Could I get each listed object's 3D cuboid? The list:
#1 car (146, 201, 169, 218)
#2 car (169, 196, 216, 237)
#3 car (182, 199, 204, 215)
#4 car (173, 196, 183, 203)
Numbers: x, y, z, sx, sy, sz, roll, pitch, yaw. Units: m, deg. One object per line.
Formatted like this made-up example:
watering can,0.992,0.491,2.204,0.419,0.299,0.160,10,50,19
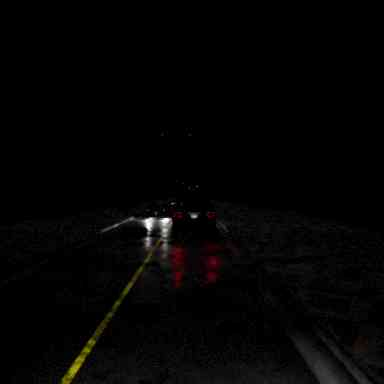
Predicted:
car,-3.099,1.566,30.935,1.812,1.442,4.674,0,0,0
car,0.099,1.243,18.253,2.150,2.045,5.566,0,0,0
car,0.097,1.540,35.129,2.128,1.511,4.902,0,0,0
car,-3.004,1.559,72.349,1.882,1.535,5.008,0,0,0
